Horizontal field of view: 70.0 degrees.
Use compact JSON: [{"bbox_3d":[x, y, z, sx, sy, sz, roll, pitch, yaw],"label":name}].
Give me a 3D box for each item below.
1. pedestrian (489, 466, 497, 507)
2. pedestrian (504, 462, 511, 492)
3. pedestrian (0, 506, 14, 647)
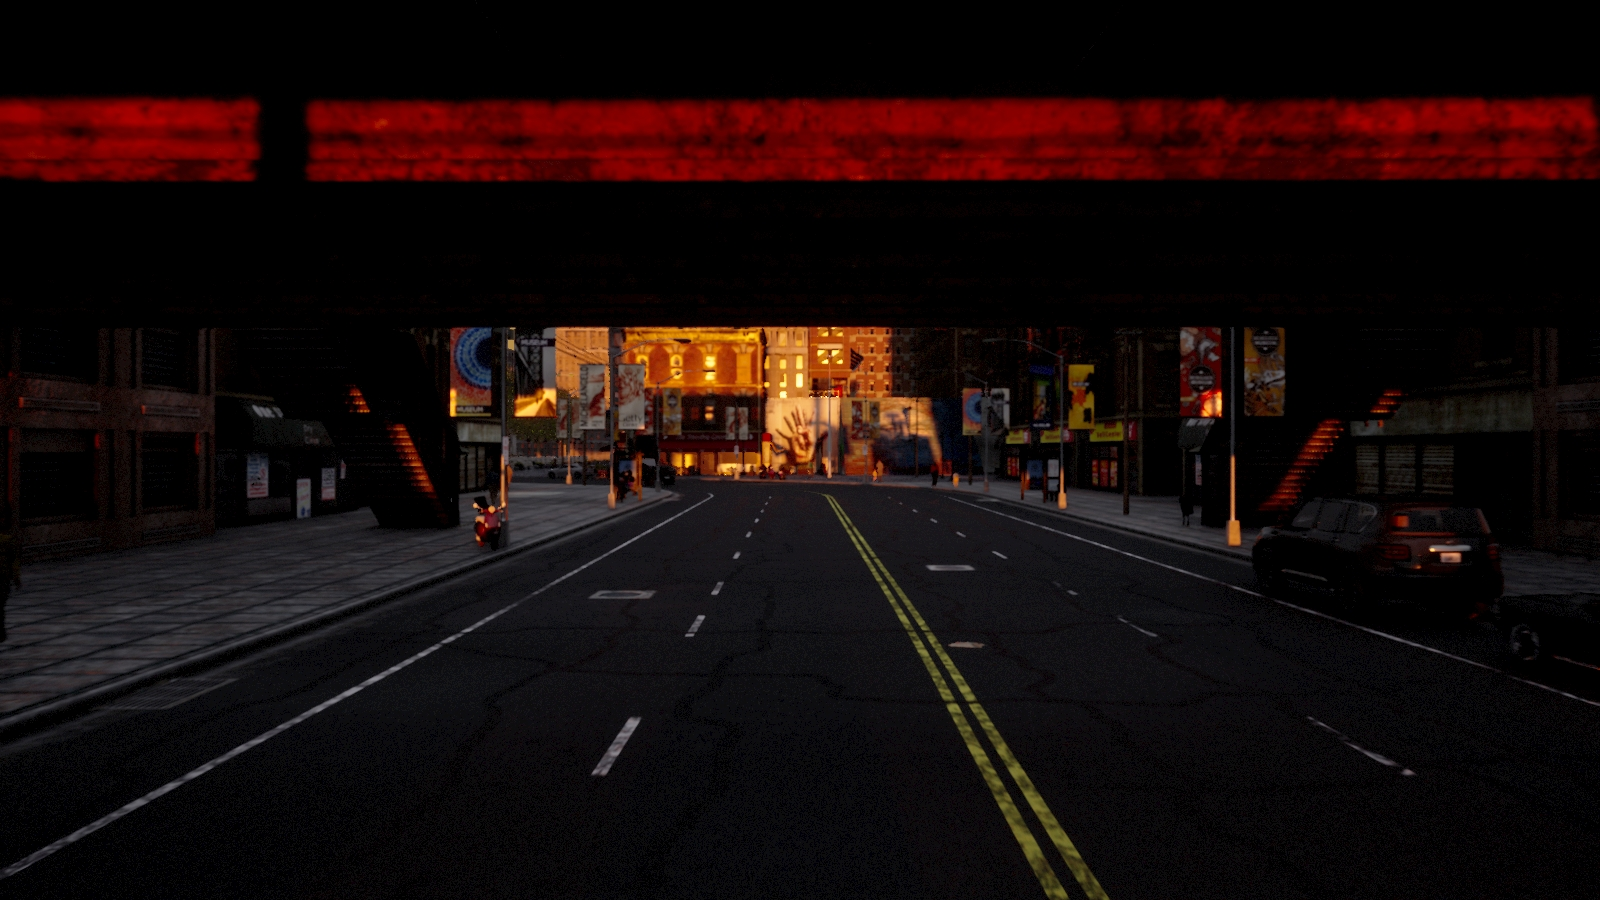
[{"bbox_3d":[-14.160,1.683,52.687,0.375,1.860,0.375,0,0,-13],"label":"pedestrian"},{"bbox_3d":[-18.440,1.679,72.035,0.375,1.860,0.375,0,0,-13],"label":"pedestrian"},{"bbox_3d":[-10.838,1.692,15.342,0.375,1.860,0.375,0,0,-20],"label":"pedestrian"}]
